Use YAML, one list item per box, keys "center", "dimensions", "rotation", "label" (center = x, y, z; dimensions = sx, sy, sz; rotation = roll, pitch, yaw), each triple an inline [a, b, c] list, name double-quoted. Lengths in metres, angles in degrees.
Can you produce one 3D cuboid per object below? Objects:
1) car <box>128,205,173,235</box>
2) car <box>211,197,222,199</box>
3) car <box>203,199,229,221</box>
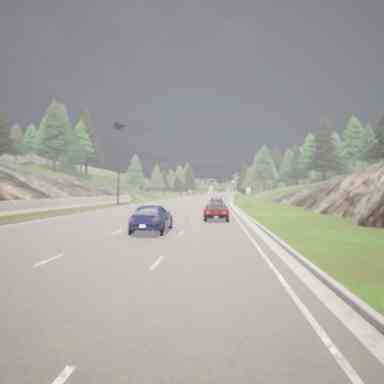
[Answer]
- center: [-2.178, 1.442, 18.013]
  dimensions: [1.812, 1.442, 4.674]
  rotation: [0, 0, 4]
  label: "car"
- center: [3.155, 1.343, 43.375]
  dimensions: [2.128, 1.511, 4.902]
  rotation: [0, 0, 4]
  label: "car"
- center: [1.905, 1.512, 26.090]
  dimensions: [1.895, 1.301, 4.718]
  rotation: [0, 0, 4]
  label: "car"
